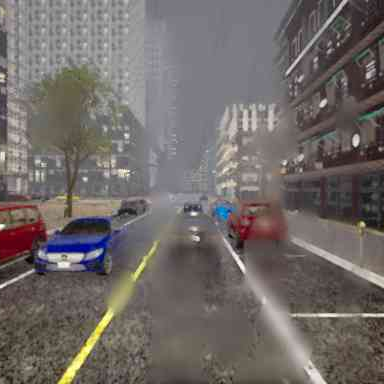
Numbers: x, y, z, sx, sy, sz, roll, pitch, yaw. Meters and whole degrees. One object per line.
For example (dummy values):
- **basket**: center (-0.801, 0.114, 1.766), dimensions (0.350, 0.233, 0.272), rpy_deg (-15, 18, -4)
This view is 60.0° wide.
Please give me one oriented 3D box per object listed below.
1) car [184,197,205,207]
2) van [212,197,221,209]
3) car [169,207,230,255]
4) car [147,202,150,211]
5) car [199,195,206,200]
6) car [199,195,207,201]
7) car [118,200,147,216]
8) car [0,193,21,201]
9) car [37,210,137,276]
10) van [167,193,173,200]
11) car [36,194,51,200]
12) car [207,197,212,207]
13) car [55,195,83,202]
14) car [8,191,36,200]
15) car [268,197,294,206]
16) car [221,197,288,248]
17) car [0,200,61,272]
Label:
- **car**: center (0.098, 1.531, 35.259), dimensions (1.895, 1.301, 4.718), rpy_deg (0, 0, 0)
- **van**: center (2.687, 1.289, 25.612), dimensions (1.690, 1.788, 3.998), rpy_deg (0, 0, 0)
- **car**: center (0.094, 1.520, 13.091), dimensions (2.033, 1.411, 5.357), rpy_deg (0, 0, 0)
- **car**: center (-5.692, 1.494, 36.408), dimensions (1.947, 1.339, 4.313), rpy_deg (0, 0, 0)
- **car**: center (2.689, 1.391, 86.020), dimensions (1.887, 1.381, 4.507), rpy_deg (0, 0, 0)
- **car**: center (2.689, 1.427, 76.053), dimensions (1.947, 1.339, 4.313), rpy_deg (0, 0, 0)
- **car**: center (-5.692, 1.504, 31.162), dimensions (1.947, 1.339, 4.313), rpy_deg (0, 0, 0)
- **car**: center (-33.096, 0.865, 59.303), dimensions (4.206, 1.307, 1.802), rpy_deg (1, -1, -1)
- **car**: center (-3.102, 1.504, 10.371), dimensions (1.812, 1.442, 4.674), rpy_deg (0, 0, 0)
- **van**: center (-5.692, 1.187, 86.019), dimensions (1.690, 1.788, 3.998), rpy_deg (0, 0, 0)
- **car**: center (-27.476, 0.954, 59.367), dimensions (4.313, 1.339, 1.947), rpy_deg (1, -1, -1)
- **car**: center (2.688, 1.378, 31.162), dimensions (1.967, 1.590, 4.097), rpy_deg (0, 0, 0)
- **car**: center (-22.031, 1.014, 59.517), dimensions (4.829, 1.417, 1.752), rpy_deg (1, -1, -1)
- **car**: center (-27.369, 0.744, 50.991), dimensions (5.009, 1.841, 2.192), rpy_deg (1, -1, -1)
- **car**: center (16.028, 1.645, 59.861), dimensions (4.097, 1.590, 1.967), rpy_deg (1, -1, -1)
- **car**: center (2.687, 1.285, 14.509), dimensions (2.192, 1.841, 5.009), rpy_deg (0, 0, 0)
- **car**: center (-5.693, 1.296, 8.957), dimensions (2.192, 1.841, 5.009), rpy_deg (0, 0, 0)
